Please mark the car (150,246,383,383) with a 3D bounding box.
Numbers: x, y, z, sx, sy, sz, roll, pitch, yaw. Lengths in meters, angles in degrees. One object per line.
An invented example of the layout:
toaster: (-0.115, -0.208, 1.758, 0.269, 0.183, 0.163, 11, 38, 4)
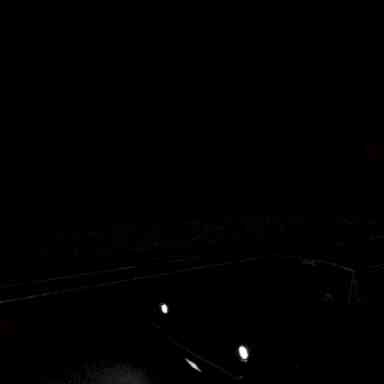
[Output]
car: (1.809, 1.579, 4.949, 4.718, 1.301, 1.895, 0, 0, -35)
